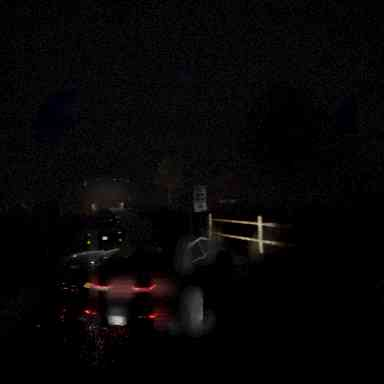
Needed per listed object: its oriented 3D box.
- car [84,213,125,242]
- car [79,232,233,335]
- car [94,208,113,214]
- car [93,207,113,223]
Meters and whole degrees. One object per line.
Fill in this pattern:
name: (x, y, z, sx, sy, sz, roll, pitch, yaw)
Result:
car: (-4.609, 2.047, 17.560, 1.994, 1.385, 4.181, -3, -1, -15)
car: (-0.381, 1.646, 7.146, 2.128, 1.511, 4.902, -3, -1, 17)
car: (-7.252, 2.218, 27.278, 2.128, 1.511, 4.902, -3, -1, -15)
car: (-10.018, 2.536, 37.553, 2.033, 1.411, 5.357, -3, -1, -15)
